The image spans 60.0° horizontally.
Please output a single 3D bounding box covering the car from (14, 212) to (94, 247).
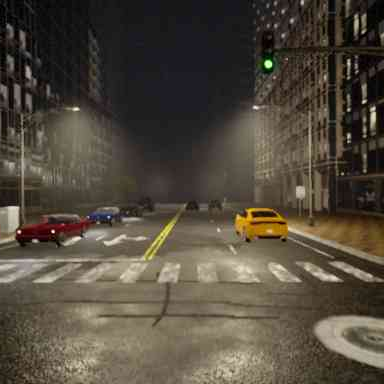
[{"bbox_3d":[-6.576,1.778,16.204,1.895,1.301,4.718,-1,-1,0],"label":"car"}]

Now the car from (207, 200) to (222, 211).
[{"bbox_3d":[3.333,1.864,48.149,1.837,1.490,4.892,-1,0,0],"label":"car"}]

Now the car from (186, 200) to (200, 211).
[{"bbox_3d":[0.083,1.948,47.549,1.994,1.385,4.181,-1,0,0],"label":"car"}]

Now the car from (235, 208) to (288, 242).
[{"bbox_3d":[3.374,1.568,16.878,1.882,1.535,5.008,-1,-1,0],"label":"car"}]

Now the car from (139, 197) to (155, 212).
[{"bbox_3d":[-6.423,1.655,46.133,2.150,2.045,5.566,-1,0,0],"label":"car"}]

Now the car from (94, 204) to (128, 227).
[{"bbox_3d":[-6.534,1.858,25.376,1.895,1.301,4.718,-1,0,0],"label":"car"}]

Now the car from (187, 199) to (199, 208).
[{"bbox_3d":[0.102,2.031,57.586,1.994,1.385,4.181,-1,0,0],"label":"car"}]

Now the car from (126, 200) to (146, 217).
[{"bbox_3d":[-6.459,1.906,35.381,1.994,1.385,4.181,-1,0,1],"label":"car"}]
